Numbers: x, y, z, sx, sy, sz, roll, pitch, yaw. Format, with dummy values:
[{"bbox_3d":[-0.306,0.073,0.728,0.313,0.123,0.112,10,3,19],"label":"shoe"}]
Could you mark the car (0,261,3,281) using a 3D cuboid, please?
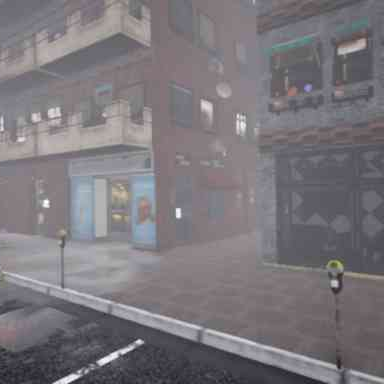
[{"bbox_3d":[-6.553,1.452,7.930,5.366,1.575,1.801,0,0,36],"label":"car"}]
